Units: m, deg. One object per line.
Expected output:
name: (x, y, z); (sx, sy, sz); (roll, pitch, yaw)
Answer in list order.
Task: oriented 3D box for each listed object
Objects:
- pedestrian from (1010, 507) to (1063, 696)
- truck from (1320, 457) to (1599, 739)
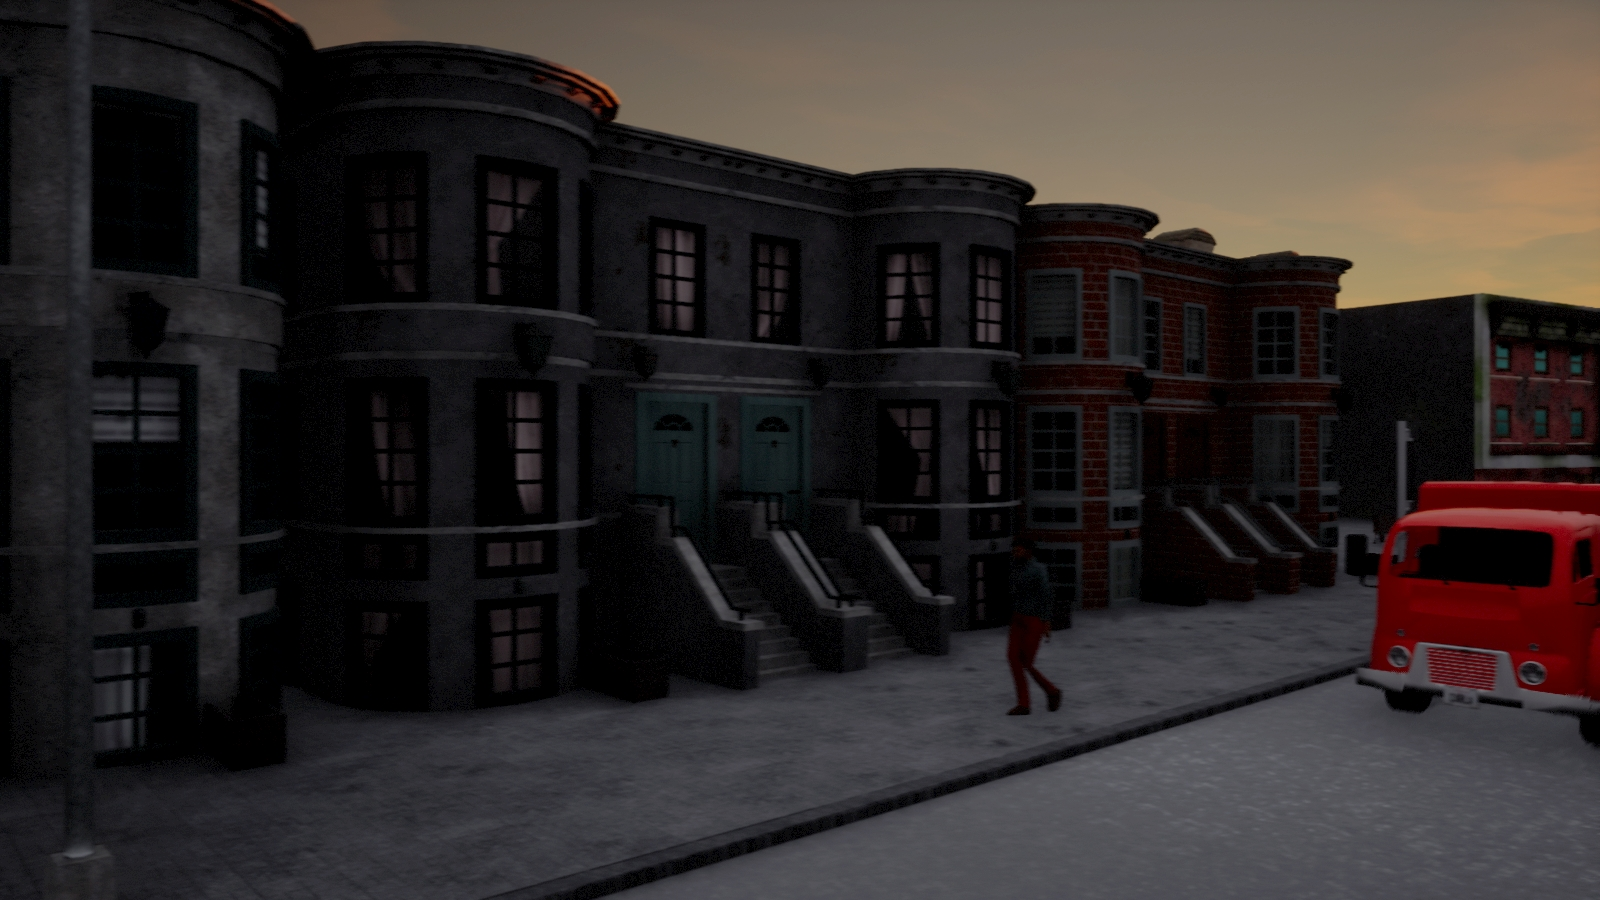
pedestrian: (2.411, 1.524, 11.646); (0.375, 1.860, 0.375); (0, 0, -24)
truck: (8.216, 1.365, 12.597); (5.204, 2.467, 2.627); (2, -1, -42)
